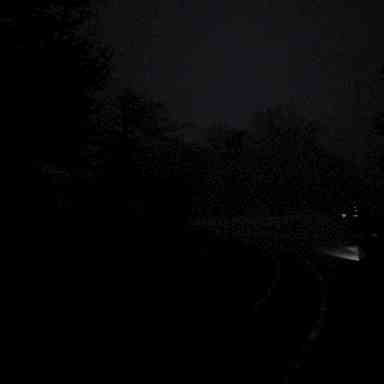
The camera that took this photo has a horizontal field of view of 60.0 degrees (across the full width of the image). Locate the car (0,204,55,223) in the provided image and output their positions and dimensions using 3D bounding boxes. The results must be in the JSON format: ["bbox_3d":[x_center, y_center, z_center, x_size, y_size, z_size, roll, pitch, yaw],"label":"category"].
[{"bbox_3d":[-14.320,1.820,28.249,5.008,1.535,1.882,0,-1,-9],"label":"car"}]

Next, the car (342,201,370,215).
[{"bbox_3d":[23.736,2.304,47.929,5.566,2.045,2.150,6,-5,-42],"label":"car"}]

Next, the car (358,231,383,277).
[{"bbox_3d":[5.904,1.596,8.785,1.994,1.385,4.181,-1,0,14],"label":"car"}]
